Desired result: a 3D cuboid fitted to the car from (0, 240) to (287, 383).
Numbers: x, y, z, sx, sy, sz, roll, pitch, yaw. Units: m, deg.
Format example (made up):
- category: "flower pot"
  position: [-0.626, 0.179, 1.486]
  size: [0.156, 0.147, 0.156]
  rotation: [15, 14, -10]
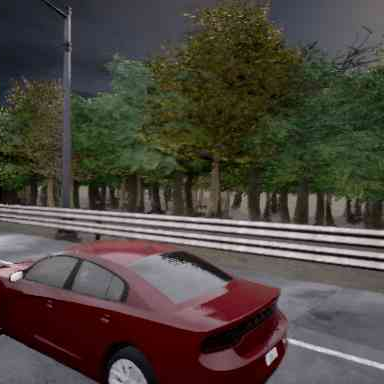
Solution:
- category: "car"
  position: [-1.227, 1.436, 4.744]
  size: [5.008, 1.535, 1.882]
  rotation: [1, 0, 35]
